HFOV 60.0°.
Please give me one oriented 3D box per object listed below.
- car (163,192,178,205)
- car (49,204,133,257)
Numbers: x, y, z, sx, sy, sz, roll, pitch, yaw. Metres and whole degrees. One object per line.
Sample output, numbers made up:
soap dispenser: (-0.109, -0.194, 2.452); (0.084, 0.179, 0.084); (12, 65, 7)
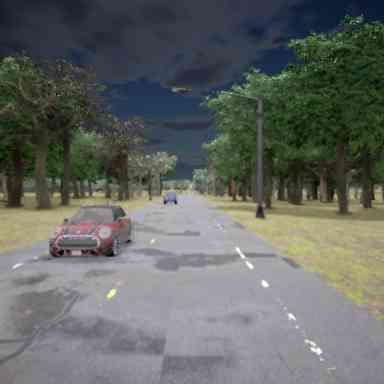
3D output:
car: (-3.551, 0.995, 55.205); (2.150, 2.045, 5.566); (0, 0, 1)
car: (-3.599, 1.305, 12.622); (2.097, 1.767, 4.553); (0, 0, 0)
